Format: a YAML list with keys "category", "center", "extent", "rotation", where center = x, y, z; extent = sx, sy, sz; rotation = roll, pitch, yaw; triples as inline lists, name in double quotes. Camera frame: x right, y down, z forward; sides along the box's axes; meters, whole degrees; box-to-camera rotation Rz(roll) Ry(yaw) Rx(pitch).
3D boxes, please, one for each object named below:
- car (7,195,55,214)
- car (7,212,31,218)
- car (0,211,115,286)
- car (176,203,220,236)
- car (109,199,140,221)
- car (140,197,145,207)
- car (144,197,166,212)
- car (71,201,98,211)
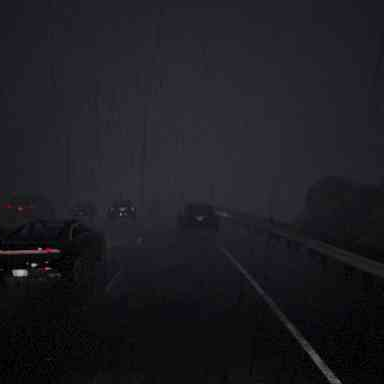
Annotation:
- category: "car"
  center: [-12.471, 1.279, 26.053]
  extent: [2.150, 2.045, 5.566]
  rotation: [0, 0, -8]
- category: "car"
  center: [-7.393, 1.592, 11.103]
  extent: [1.994, 1.385, 4.181]
  rotation: [0, 0, -4]
- category: "car"
  center: [-3.788, 1.511, 9.505]
  extent: [2.128, 1.511, 4.902]
  rotation: [0, 0, -3]
- category: "car"
  center: [0.208, 1.378, 18.950]
  extent: [2.097, 1.767, 4.553]
  rotation: [0, 0, -6]
- category: "car"
  center: [-5.706, 1.401, 27.862]
  extent: [2.097, 1.767, 4.553]
  rotation: [0, 0, -8]
- category: "car"
  center: [-7.374, 1.564, 52.627]
  extent: [1.882, 1.535, 5.008]
  rotation: [0, 0, -17]
- category: "car"
  center: [-4.292, 1.541, 40.037]
  extent: [1.882, 1.535, 5.008]
  rotation: [0, 0, -13]
- category: "car"
  center: [-9.541, 1.549, 29.750]
  extent: [2.128, 1.511, 4.902]
  rotation: [0, 0, -9]
